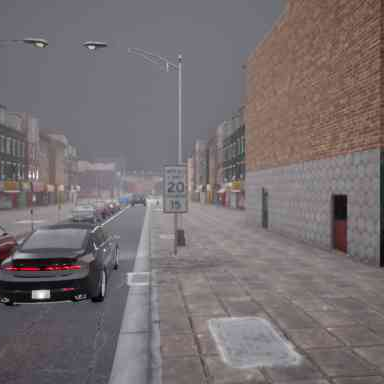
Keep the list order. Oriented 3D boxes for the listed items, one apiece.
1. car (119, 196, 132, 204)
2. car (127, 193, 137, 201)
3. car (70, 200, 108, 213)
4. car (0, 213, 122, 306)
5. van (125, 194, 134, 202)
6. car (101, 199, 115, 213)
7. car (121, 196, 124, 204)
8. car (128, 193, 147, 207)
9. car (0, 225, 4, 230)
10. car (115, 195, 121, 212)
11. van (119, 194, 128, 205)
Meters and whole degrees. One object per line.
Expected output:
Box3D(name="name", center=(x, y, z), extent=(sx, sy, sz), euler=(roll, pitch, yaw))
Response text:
Box3D(name="car", center=(-12.194, 1.525, 61.222), extent=(1.947, 1.339, 4.313), euler=(0, 0, -7))
Box3D(name="car", center=(-14.894, 1.273, 82.789), extent=(2.192, 1.841, 5.009), euler=(0, 0, -7))
Box3D(name="car", center=(-7.472, 1.534, 23.479), extent=(2.008, 1.369, 4.403), euler=(0, 0, -7))
Box3D(name="car", center=(-2.886, 1.501, 8.096), extent=(1.837, 1.490, 4.892), euler=(0, 0, -7))
Box3D(name="van", center=(-13.544, 1.298, 72.005), extent=(1.690, 1.788, 3.998), euler=(0, 0, -7))
Box3D(name="car", center=(-8.147, 1.523, 28.870), extent=(1.887, 1.381, 4.507), euler=(0, 0, -7))
Box3D(name="car", center=(-9.475, 1.495, 39.486), extent=(1.752, 1.417, 4.829), euler=(0, 0, -7))
Box3D(name="car", center=(-8.211, 1.180, 51.454), extent=(2.150, 2.045, 5.566), euler=(0, 0, -7))
Box3D(name="car", center=(-5.450, 1.442, 7.303), extent=(1.967, 1.590, 4.097), euler=(0, 0, -7))
Box3D(name="car", center=(-8.822, 1.414, 34.262), extent=(1.967, 1.590, 4.097), euler=(0, 0, -7))
Box3D(name="van", center=(-11.521, 1.302, 55.830), extent=(1.690, 1.788, 3.998), euler=(0, 0, -7))
